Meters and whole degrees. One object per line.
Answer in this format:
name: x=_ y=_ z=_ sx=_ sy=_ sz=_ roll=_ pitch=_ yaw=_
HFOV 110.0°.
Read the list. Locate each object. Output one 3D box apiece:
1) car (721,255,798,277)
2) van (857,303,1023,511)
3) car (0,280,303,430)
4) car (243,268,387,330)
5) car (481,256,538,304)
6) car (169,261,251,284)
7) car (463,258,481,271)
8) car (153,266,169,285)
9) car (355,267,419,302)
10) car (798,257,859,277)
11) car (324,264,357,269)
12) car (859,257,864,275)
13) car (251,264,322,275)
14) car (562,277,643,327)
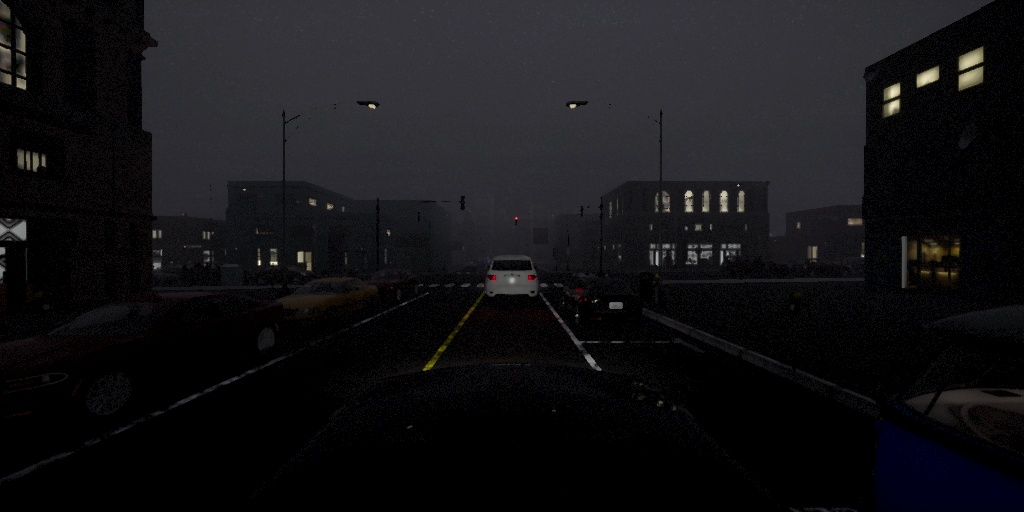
car: x=19.948 y=0.838 z=29.514 sx=5.009 sy=1.841 sz=2.192 roll=0 pitch=0 yaw=-1
van: x=2.694 y=1.089 z=0.249 sx=1.690 sy=1.789 sz=3.998 roll=0 pitch=0 yaw=0
car: x=-5.687 y=1.293 z=5.793 sx=1.888 sy=1.381 sz=4.507 roll=0 pitch=0 yaw=0
car: x=-5.687 y=1.272 z=11.167 sx=1.751 sy=1.417 sz=4.829 roll=0 pitch=0 yaw=0
car: x=0.001 y=1.004 z=16.530 sx=2.150 sy=2.045 sz=5.566 roll=0 pitch=0 yaw=0
car: x=-23.722 y=1.360 z=28.766 sx=5.009 sy=1.841 sz=2.192 roll=0 pitch=0 yaw=-1
car: x=-5.686 y=1.321 z=49.400 sx=1.802 sy=1.307 sz=4.207 roll=0 pitch=0 yaw=0
car: x=-29.375 y=1.664 z=28.664 sx=4.403 sy=1.370 sz=2.007 roll=0 pitch=0 yaw=-1
car: x=-5.686 y=1.291 z=16.881 sx=1.888 sy=1.381 sz=4.507 roll=0 pitch=0 yaw=0
car: x=25.490 y=0.896 z=29.613 sx=4.097 sy=1.591 sz=1.967 roll=0 pitch=0 yaw=-1
car: x=-18.188 y=1.469 z=37.213 sx=4.313 sy=1.339 sz=1.948 roll=0 pitch=0 yaw=-1
car: x=31.033 y=0.940 z=29.713 sx=4.403 sy=1.370 sz=2.007 roll=0 pitch=0 yaw=-1
car: x=-18.069 y=1.418 z=28.867 sx=4.097 sy=1.591 sz=1.967 roll=0 pitch=0 yaw=-1
car: x=2.694 y=1.312 z=11.337 sx=1.948 sy=1.339 sz=4.313 roll=0 pitch=0 yaw=0
